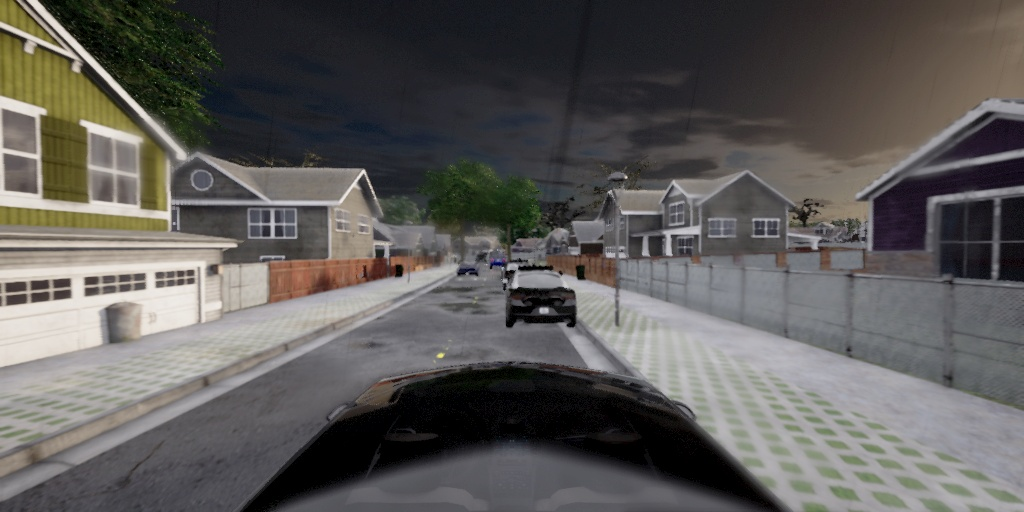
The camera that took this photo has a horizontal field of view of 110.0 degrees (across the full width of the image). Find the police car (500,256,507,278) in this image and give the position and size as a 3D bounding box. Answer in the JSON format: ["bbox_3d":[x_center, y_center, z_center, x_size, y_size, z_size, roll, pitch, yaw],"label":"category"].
[{"bbox_3d":[0.417,1.033,21.329,1.930,1.638,5.238,0,0,-2],"label":"police car"}]

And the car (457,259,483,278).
[{"bbox_3d":[-3.815,1.157,31.763,1.895,1.301,4.718,0,0,-3],"label":"car"}]

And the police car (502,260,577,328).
[{"bbox_3d":[0.729,1.100,11.286,1.930,1.638,5.238,0,0,-1],"label":"police car"}]

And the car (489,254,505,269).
[{"bbox_3d":[-1.903,0.686,48.658,2.150,2.045,5.566,0,0,-3],"label":"car"}]
